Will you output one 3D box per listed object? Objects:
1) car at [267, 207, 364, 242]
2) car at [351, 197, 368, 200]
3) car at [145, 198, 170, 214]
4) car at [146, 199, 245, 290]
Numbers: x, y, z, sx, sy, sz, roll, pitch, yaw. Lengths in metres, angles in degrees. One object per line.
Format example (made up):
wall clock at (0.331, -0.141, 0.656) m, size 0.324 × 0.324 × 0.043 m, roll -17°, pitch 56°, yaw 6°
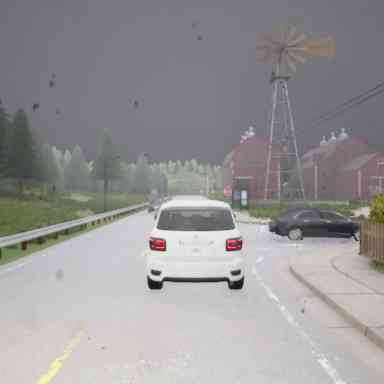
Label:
car at (6.064, 1.499, 15.653) m, size 4.892 × 1.490 × 1.837 m, roll 0°, pitch 2°, yaw 3°
car at (27.354, 1.486, 54.483) m, size 1.816 × 1.474 × 4.193 m, roll 0°, pitch 0°, yaw -1°
car at (-3.645, 1.478, 36.062) m, size 2.128 × 1.511 × 4.902 m, roll 0°, pitch 0°, yaw 0°
car at (0.084, 1.218, 9.237) m, size 2.150 × 2.045 × 5.566 m, roll 0°, pitch 0°, yaw 0°
